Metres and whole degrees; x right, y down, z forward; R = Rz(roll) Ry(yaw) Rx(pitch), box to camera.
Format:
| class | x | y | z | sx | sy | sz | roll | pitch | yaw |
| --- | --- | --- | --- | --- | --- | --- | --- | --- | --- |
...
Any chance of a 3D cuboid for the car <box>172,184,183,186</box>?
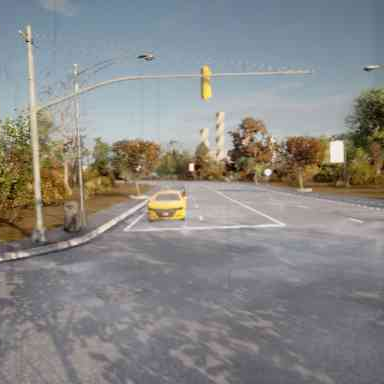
| class | x | y | z | sx | sy | sz | roll | pitch | yaw |
| --- | --- | --- | --- | --- | --- | --- | --- | --- | --- |
| car | -1.770 | -0.279 | 40.149 | 1.812 | 1.442 | 4.674 | -2 | 3 | -1 |

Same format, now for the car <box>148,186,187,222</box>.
| class | x | y | z | sx | sy | sz | roll | pitch | yaw |
| --- | --- | --- | --- | --- | --- | --- | --- | --- | --- |
| car | -1.332 | 0.680 | 18.564 | 1.882 | 1.535 | 5.008 | -2 | 3 | -1 |
